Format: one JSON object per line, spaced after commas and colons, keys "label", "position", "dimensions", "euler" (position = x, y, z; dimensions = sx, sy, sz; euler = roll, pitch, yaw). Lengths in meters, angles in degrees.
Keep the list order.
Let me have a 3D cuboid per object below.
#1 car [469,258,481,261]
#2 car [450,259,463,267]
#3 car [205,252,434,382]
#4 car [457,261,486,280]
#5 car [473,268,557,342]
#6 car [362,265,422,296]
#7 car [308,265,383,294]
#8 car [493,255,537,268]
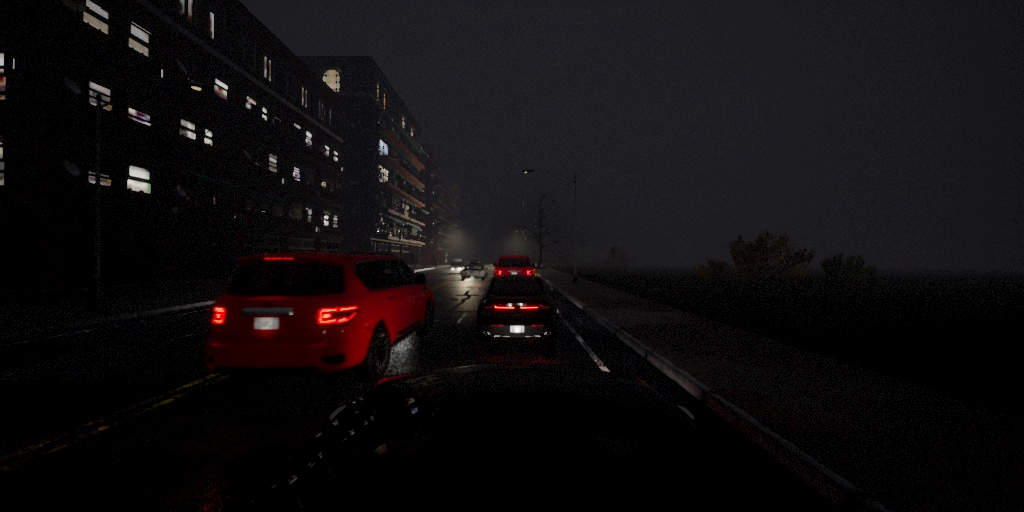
{"label": "car", "position": [-6.512, 1.102, 63.187], "dimensions": [2.097, 1.767, 4.553], "euler": [0, 0, 0]}
{"label": "car", "position": [-9.756, 1.241, 64.039], "dimensions": [2.128, 1.511, 4.902], "euler": [0, 0, 0]}
{"label": "car", "position": [-3.144, 0.970, 7.279], "dimensions": [2.150, 2.045, 5.566], "euler": [0, 0, 0]}
{"label": "car", "position": [-3.125, 1.354, 30.429], "dimensions": [1.895, 1.301, 4.718], "euler": [0, 0, 0]}
{"label": "car", "position": [0.109, 1.256, 9.796], "dimensions": [1.837, 1.490, 4.892], "euler": [0, 0, 0]}
{"label": "car", "position": [-6.583, 1.278, 20.235], "dimensions": [1.812, 1.442, 4.674], "euler": [0, 0, 0]}
{"label": "car", "position": [-9.831, 1.300, 21.717], "dimensions": [2.033, 1.411, 5.357], "euler": [0, 0, 0]}
{"label": "car", "position": [0.116, 0.974, 20.143], "dimensions": [2.150, 2.045, 5.566], "euler": [0, 0, 0]}
